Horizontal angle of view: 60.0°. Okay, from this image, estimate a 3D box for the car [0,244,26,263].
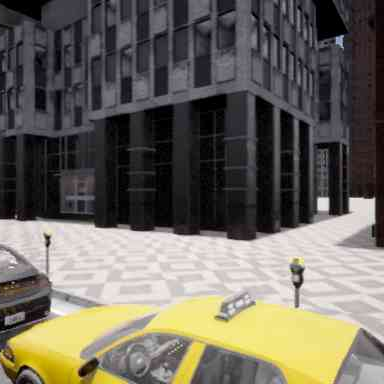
[{"bbox_3d":[-4.309,1.588,6.033,4.403,1.369,2.008,0,0,35],"label":"car"}]

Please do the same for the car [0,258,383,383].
[{"bbox_3d":[0.142,1.533,2.859,4.829,1.417,1.752,0,0,35],"label":"car"}]
